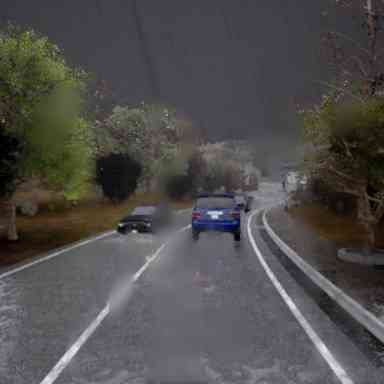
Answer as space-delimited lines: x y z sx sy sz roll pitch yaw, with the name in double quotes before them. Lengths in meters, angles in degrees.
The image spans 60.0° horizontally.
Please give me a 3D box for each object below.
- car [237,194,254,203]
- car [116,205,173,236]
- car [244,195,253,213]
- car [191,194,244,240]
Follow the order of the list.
"car" 9.243 1.103 57.598 1.895 1.301 4.718 2 1 22
"car" -2.274 1.390 17.744 2.033 1.411 5.357 0 1 8
"car" 4.873 1.088 33.857 2.097 1.767 4.553 1 1 15
"car" 1.295 1.090 16.409 2.150 2.045 5.566 0 0 7
